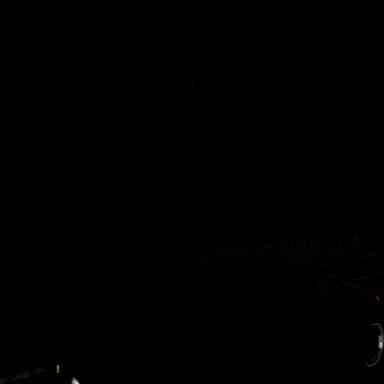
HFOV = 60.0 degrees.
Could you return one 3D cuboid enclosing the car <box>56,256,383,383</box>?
[{"bbox_3d":[0.597,1.569,4.111,4.181,1.385,1.994,0,0,-35],"label":"car"}]
